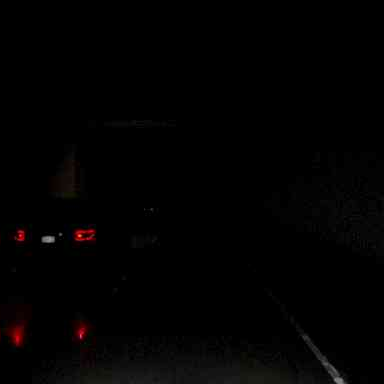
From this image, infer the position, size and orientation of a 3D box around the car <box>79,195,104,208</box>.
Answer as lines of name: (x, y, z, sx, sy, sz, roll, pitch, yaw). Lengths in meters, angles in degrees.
car: (-14.099, 1.327, 46.979, 2.097, 1.767, 4.553, 0, 0, 0)

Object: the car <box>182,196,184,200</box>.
car: (-1.418, 1.308, 91.911, 2.097, 1.767, 4.553, 0, 0, -13)

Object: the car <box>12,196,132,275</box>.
car: (-3.405, 1.216, 10.563, 2.150, 2.045, 5.566, 0, 0, 0)

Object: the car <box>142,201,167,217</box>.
car: (-3.415, 1.533, 30.804, 2.033, 1.411, 5.357, 0, 0, 0)

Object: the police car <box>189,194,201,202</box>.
police car: (0.900, 1.391, 75.110, 1.930, 1.638, 5.238, 0, 0, -3)

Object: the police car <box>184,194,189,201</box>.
police car: (-0.215, 1.386, 85.748, 1.930, 1.638, 5.238, 0, 0, -9)
